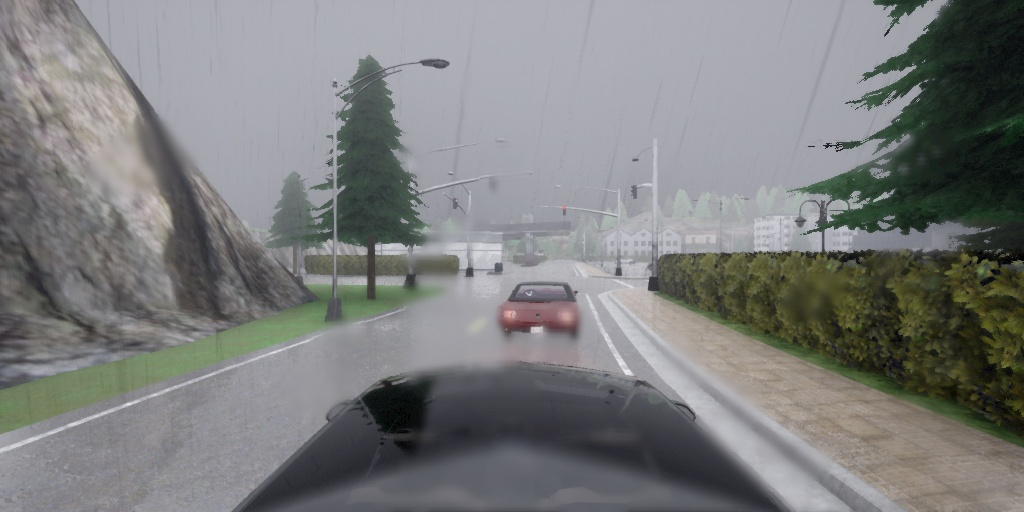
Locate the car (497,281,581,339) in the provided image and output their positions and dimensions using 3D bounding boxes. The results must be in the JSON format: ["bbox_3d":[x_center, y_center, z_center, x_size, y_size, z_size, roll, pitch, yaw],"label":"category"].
[{"bbox_3d":[0.912,1.351,10.109,1.895,1.301,4.718,0,0,8],"label":"car"}]
